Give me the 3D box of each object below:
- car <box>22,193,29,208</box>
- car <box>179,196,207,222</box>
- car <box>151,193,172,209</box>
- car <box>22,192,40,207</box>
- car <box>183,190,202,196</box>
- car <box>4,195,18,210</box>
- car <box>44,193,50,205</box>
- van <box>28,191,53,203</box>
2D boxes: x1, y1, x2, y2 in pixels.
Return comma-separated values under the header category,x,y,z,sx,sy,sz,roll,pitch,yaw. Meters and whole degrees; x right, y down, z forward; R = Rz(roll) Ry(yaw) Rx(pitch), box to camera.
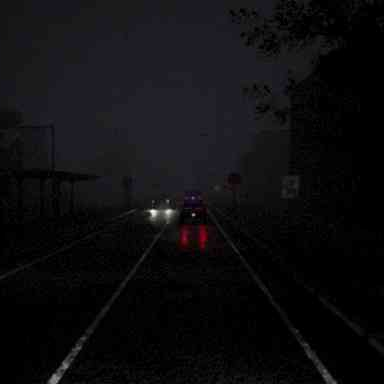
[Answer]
category,x,y,z,sx,sy,sz,roll,pitch,yaw
car,-22.133,1.217,38.657,4.792,1.488,2.163,0,0,0
car,0.106,1.285,24.371,2.128,1.511,4.902,0,1,0
car,-3.332,0.955,37.138,2.097,1.767,4.553,0,1,0
car,-21.921,1.164,41.431,5.366,1.575,1.946,0,0,0
car,0.108,0.747,41.144,2.150,2.045,5.566,0,1,0
car,-22.095,1.210,35.883,4.892,1.521,2.231,0,0,0
car,-22.139,1.177,44.209,4.792,1.488,2.163,0,0,0
van,-21.996,0.901,46.980,4.442,1.987,1.878,0,0,0
